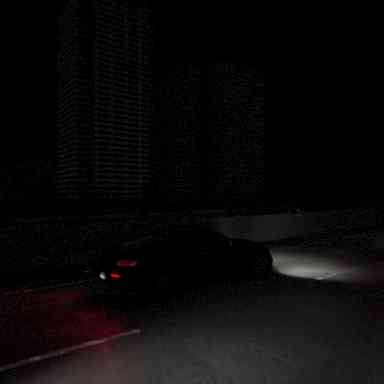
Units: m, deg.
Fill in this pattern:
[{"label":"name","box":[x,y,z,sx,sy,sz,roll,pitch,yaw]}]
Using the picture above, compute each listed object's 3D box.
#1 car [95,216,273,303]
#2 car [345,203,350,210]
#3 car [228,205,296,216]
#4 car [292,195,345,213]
[{"label":"car","box":[-0.016,1.544,8.273,4.674,1.442,1.812,0,0,-37]},{"label":"car","box":[16.299,1.607,38.699,5.357,1.411,2.033,0,0,-38]},{"label":"car","box":[3.976,1.639,20.354,4.718,1.301,1.895,0,0,-38]},{"label":"car","box":[11.352,1.270,30.465,5.566,2.045,2.150,0,0,-38]}]
